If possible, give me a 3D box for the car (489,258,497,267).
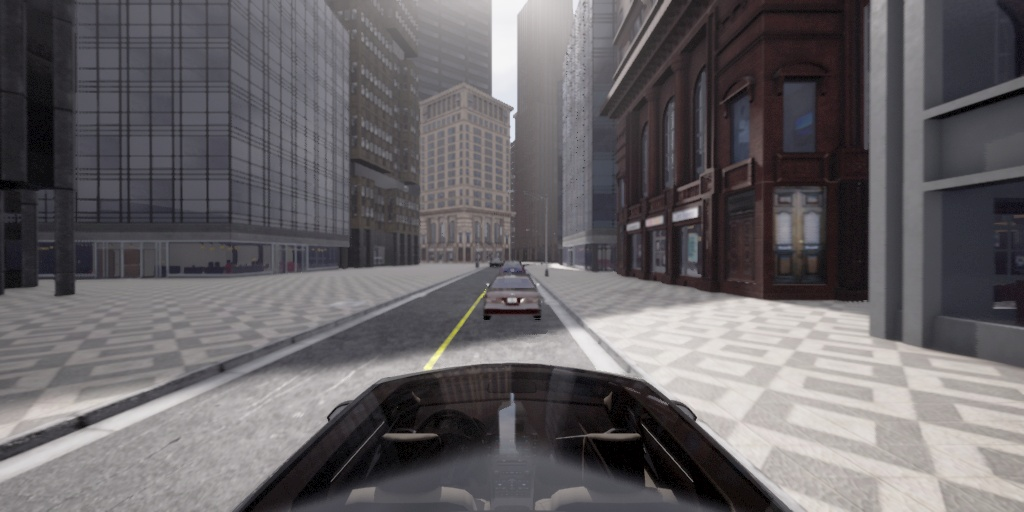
[{"bbox_3d":[-2.749,1.158,62.322,2.097,1.767,4.553,0,0,4],"label":"car"}]

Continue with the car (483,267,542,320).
[{"bbox_3d":[0.026,1.286,12.576,2.033,1.411,5.357,0,0,1],"label":"car"}]

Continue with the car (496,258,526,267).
[{"bbox_3d":[0.049,1.095,29.658,2.097,1.767,4.553,0,0,1],"label":"car"}]
